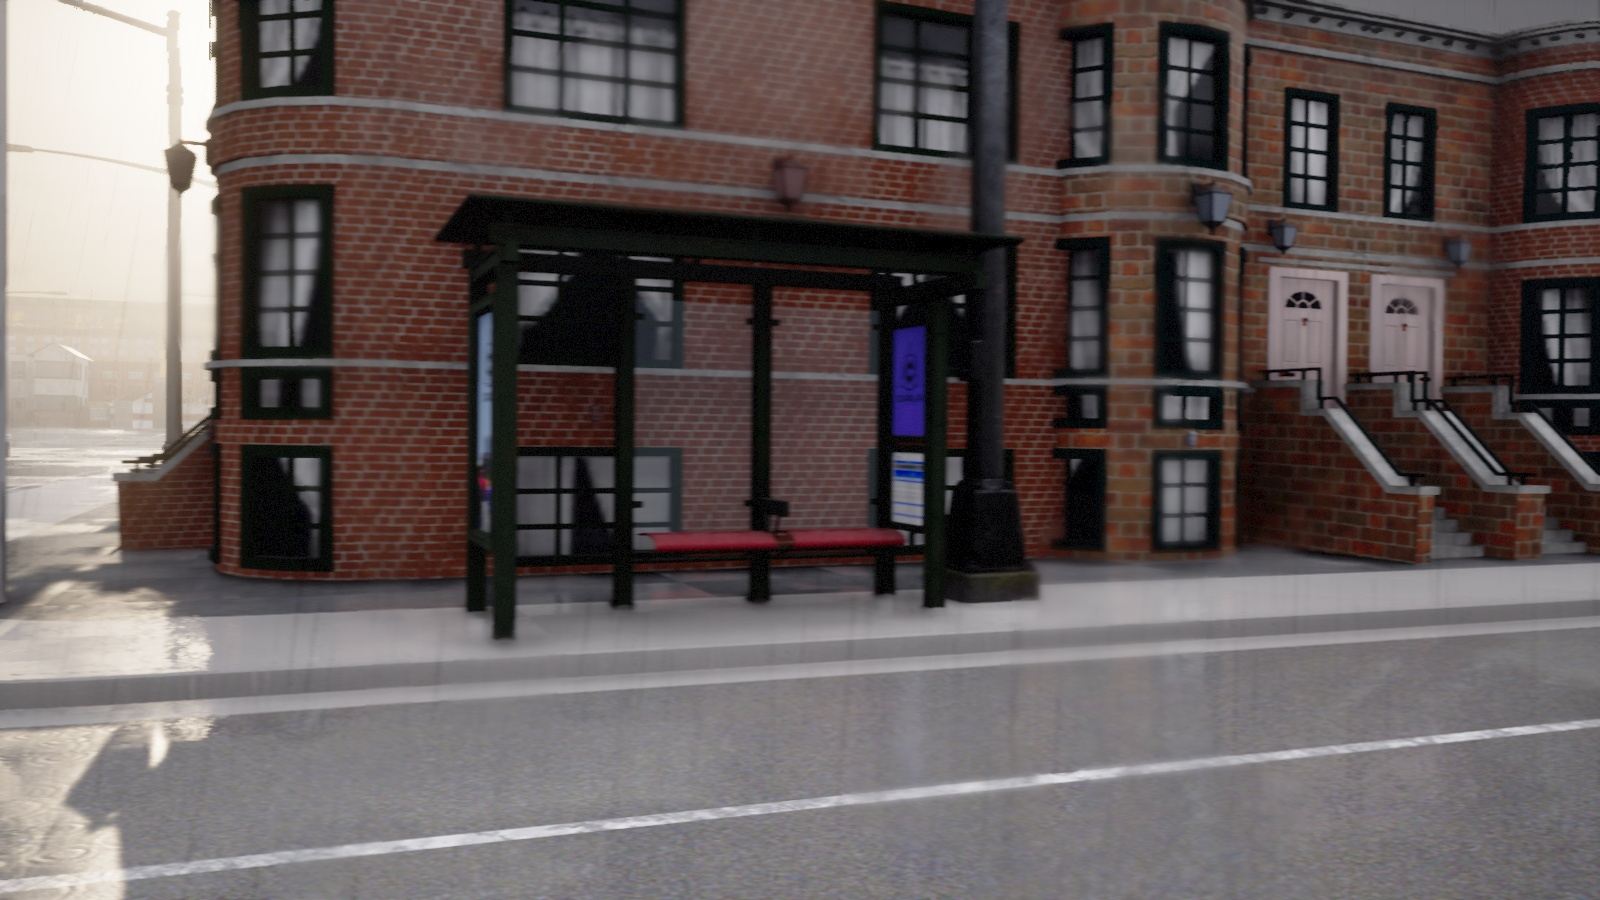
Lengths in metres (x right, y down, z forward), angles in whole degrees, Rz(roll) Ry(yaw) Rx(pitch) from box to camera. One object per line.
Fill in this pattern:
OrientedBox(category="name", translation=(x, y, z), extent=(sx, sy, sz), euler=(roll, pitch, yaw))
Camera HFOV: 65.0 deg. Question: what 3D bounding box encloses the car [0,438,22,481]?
OrientedBox(category="car", translation=(-29.839, 0.341, 45.254), extent=(2.128, 1.511, 4.902), euler=(-1, 1, -21))
